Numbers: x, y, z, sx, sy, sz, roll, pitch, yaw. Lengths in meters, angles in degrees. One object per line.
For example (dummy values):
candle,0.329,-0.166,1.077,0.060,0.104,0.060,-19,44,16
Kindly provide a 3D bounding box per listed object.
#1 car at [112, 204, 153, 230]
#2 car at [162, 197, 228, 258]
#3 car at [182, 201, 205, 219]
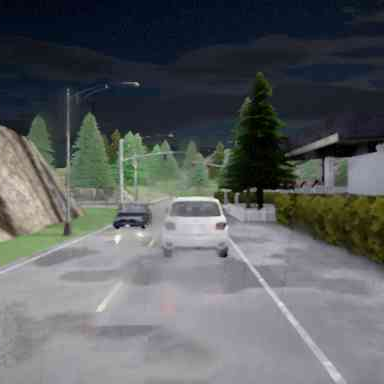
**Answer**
car,-3.574,1.495,21.094,2.033,1.411,5.357,0,0,0
car,0.109,1.191,12.744,2.150,2.045,5.566,0,0,0
car,0.120,1.529,28.821,1.895,1.301,4.718,0,0,0
